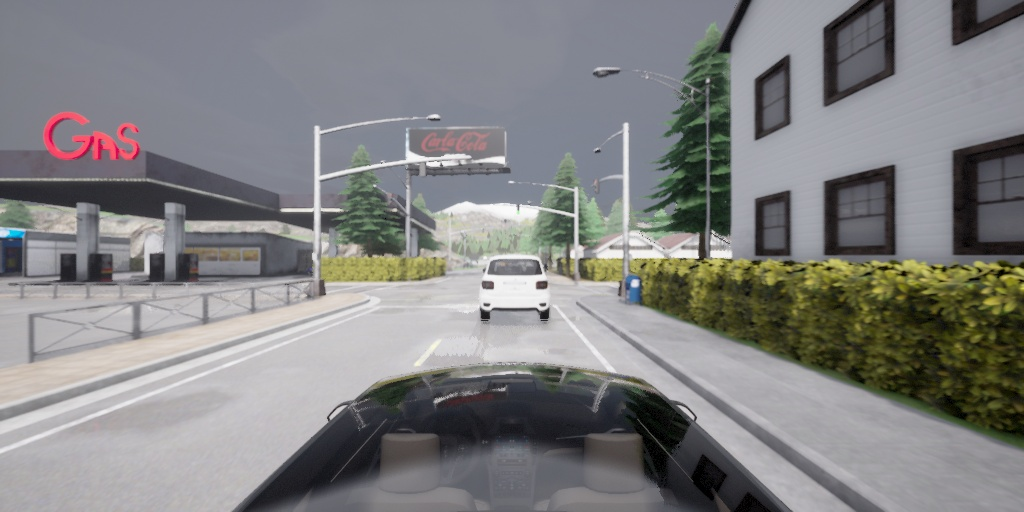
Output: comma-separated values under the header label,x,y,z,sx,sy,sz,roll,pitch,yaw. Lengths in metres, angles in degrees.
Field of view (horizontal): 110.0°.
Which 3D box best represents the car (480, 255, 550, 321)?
label,x,y,z,sx,sy,sz,roll,pitch,yaw
car,0.097,1.007,12.819,2.150,2.045,5.566,0,0,0
